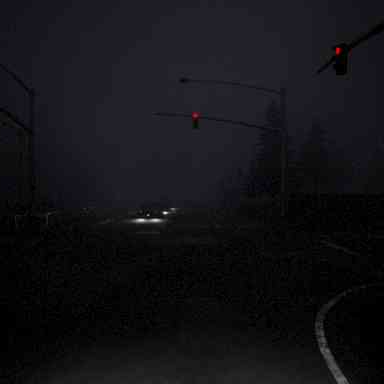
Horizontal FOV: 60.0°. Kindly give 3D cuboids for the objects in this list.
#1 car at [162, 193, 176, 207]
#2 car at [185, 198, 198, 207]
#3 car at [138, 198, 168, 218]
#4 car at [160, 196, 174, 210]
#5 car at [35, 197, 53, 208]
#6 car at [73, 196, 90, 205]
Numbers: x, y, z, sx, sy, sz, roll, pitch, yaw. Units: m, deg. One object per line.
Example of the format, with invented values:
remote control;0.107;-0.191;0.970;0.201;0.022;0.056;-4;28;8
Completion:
car;-3.659;1.221;50.979;2.150;2.045;5.566;0;0;-2
car;-0.118;1.601;51.173;1.895;1.301;4.718;0;0;0
car;-3.671;1.547;30.521;2.033;1.411;5.357;0;0;0
car;-3.688;1.547;40.626;2.033;1.411;5.357;0;0;0
car;-20.614;1.384;45.557;1.970;1.475;3.806;0;0;0
car;-17.578;1.374;52.955;1.845;1.501;3.633;0;0;0
